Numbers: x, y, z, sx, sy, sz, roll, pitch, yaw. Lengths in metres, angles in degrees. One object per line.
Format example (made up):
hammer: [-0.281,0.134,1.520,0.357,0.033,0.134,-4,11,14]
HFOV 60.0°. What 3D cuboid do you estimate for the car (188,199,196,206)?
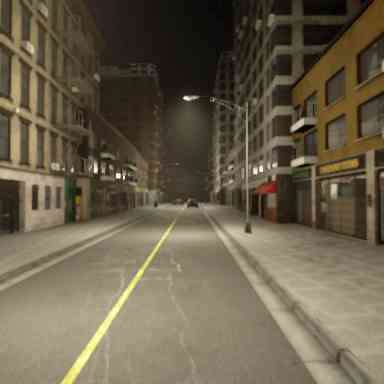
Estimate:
car: [0.023,2.287,76.405,1.882,1.535,5.008,0,-1,0]

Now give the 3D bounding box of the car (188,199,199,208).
car: [0.119,2.141,59.896,1.812,1.442,4.674,0,-1,0]

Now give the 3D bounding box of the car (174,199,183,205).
car: [-2.978,2.169,73.155,2.033,1.411,5.357,0,-1,0]
